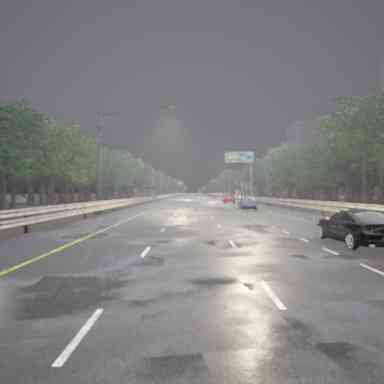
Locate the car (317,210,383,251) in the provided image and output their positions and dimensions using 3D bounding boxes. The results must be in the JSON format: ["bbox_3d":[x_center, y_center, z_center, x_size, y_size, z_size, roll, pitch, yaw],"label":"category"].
[{"bbox_3d":[7.009,1.498,14.235,1.882,1.535,5.008,0,0,0],"label":"car"}]

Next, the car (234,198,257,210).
[{"bbox_3d":[7.091,1.573,43.045,1.994,1.385,4.181,0,0,0],"label":"car"}]

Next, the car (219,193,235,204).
[{"bbox_3d":[7.220,1.216,66.029,2.150,2.045,5.566,0,0,0],"label":"car"}]
